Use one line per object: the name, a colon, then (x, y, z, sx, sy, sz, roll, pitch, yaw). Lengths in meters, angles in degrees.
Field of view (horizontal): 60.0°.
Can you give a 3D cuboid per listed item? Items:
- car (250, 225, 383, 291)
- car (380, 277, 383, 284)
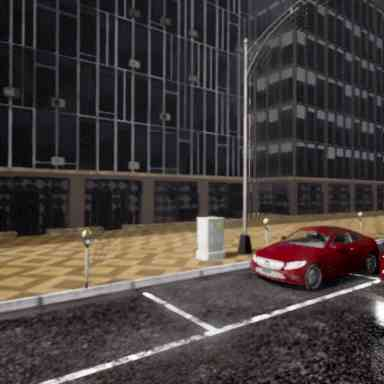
car: (3.454, 1.594, 8.991, 4.206, 1.307, 1.802, 0, 0, -35)
car: (6.488, 1.367, 7.966, 4.553, 1.767, 2.097, 0, 0, -35)
